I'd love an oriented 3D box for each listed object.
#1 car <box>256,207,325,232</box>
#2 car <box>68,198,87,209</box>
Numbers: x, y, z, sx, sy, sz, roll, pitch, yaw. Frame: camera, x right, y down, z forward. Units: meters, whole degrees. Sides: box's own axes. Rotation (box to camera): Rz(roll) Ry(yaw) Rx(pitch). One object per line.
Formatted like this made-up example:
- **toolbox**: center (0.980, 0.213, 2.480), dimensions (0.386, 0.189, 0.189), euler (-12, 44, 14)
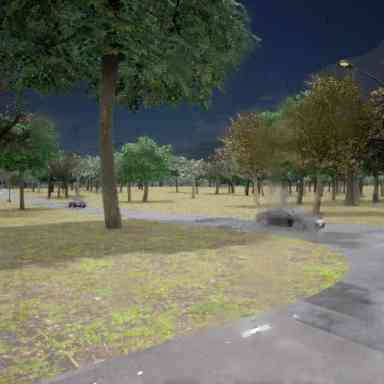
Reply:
- **car**: center (6.489, 1.777, 22.425), dimensions (2.128, 1.511, 4.902), euler (0, -1, -35)
- **car**: center (-21.503, 2.103, 62.247), dimensions (2.150, 2.045, 5.566), euler (0, 0, -35)
